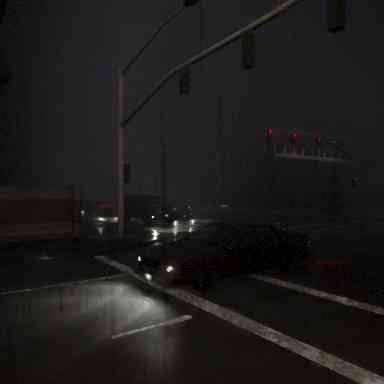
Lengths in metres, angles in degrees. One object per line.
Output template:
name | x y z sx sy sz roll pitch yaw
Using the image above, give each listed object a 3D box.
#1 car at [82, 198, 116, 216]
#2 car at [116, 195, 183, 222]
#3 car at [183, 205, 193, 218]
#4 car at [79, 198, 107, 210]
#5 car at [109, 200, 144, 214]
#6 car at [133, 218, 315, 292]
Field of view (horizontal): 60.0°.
car | -9.078 1.478 32.588 1.882 1.535 5.008 0 0 -36
car | -3.316 1.222 24.563 2.150 2.045 5.566 0 0 -36
car | -1.901 1.352 28.595 2.097 1.767 4.553 0 0 -36
car | -13.348 1.547 44.545 2.033 1.411 5.357 0 0 -36
car | -7.144 1.601 35.894 1.895 1.301 4.718 0 0 -36
car | 1.151 1.547 9.177 5.357 1.411 2.033 0 0 -36
